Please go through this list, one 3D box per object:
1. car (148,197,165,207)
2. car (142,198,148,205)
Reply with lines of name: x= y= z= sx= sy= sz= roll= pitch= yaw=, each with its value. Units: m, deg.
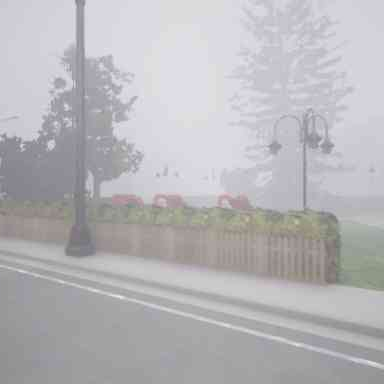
car: x=-4.146 y=1.510 z=52.770 sx=2.128 sy=1.511 sz=4.902 roll=0 pitch=0 yaw=35
car: x=-6.881 y=1.586 z=55.040 sx=1.994 sy=1.385 sz=4.181 roll=0 pitch=0 yaw=36
